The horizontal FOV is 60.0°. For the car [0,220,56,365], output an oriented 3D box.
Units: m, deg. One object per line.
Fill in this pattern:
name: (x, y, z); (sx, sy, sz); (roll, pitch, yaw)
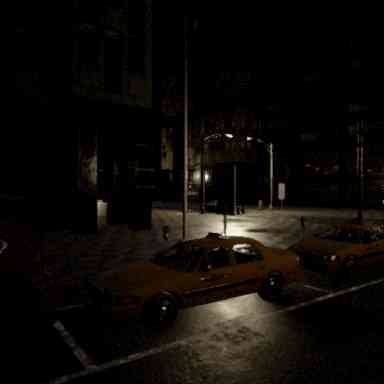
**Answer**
car: (-4.168, 1.311, 3.672); (5.009, 1.841, 2.192); (0, 0, -35)

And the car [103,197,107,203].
car: (-15.625, 1.401, 64.194); (1.837, 1.490, 4.892); (0, 0, -36)

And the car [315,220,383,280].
car: (4.815, 1.552, 10.078); (4.829, 1.417, 1.752); (0, 0, -35)

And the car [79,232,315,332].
car: (0.254, 1.537, 6.826); (4.829, 1.417, 1.752); (0, 0, -35)

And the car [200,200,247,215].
car: (2.964, 1.528, 32.991); (2.033, 1.411, 5.357); (0, 0, -36)
